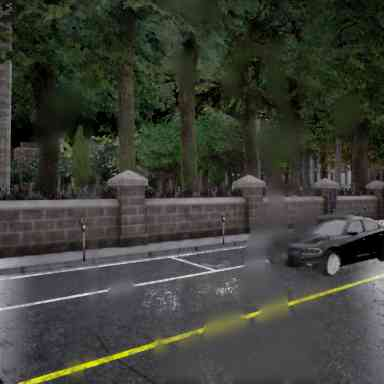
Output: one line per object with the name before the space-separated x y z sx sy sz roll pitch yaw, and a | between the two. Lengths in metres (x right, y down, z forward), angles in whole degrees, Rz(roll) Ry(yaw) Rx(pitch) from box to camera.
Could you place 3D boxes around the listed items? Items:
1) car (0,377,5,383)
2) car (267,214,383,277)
car | -3.239 1.490 0.996 4.902 1.511 2.128 0 0 -36
car | 4.490 1.475 10.444 5.008 1.535 1.882 0 0 -36
